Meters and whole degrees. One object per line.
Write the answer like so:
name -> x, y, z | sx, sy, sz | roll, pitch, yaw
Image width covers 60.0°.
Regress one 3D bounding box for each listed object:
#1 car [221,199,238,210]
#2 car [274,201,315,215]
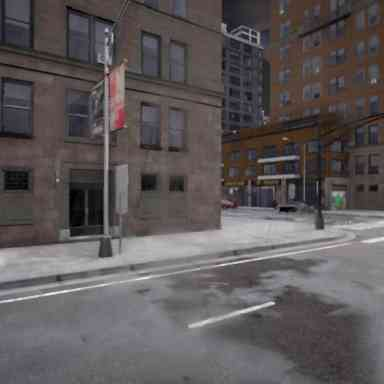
car -> 4.164, 1.581, 43.257 | 1.802, 1.307, 4.206 | 0, 0, -35
car -> 10.520, 1.567, 34.251 | 1.947, 1.339, 4.313 | 0, 0, -35
